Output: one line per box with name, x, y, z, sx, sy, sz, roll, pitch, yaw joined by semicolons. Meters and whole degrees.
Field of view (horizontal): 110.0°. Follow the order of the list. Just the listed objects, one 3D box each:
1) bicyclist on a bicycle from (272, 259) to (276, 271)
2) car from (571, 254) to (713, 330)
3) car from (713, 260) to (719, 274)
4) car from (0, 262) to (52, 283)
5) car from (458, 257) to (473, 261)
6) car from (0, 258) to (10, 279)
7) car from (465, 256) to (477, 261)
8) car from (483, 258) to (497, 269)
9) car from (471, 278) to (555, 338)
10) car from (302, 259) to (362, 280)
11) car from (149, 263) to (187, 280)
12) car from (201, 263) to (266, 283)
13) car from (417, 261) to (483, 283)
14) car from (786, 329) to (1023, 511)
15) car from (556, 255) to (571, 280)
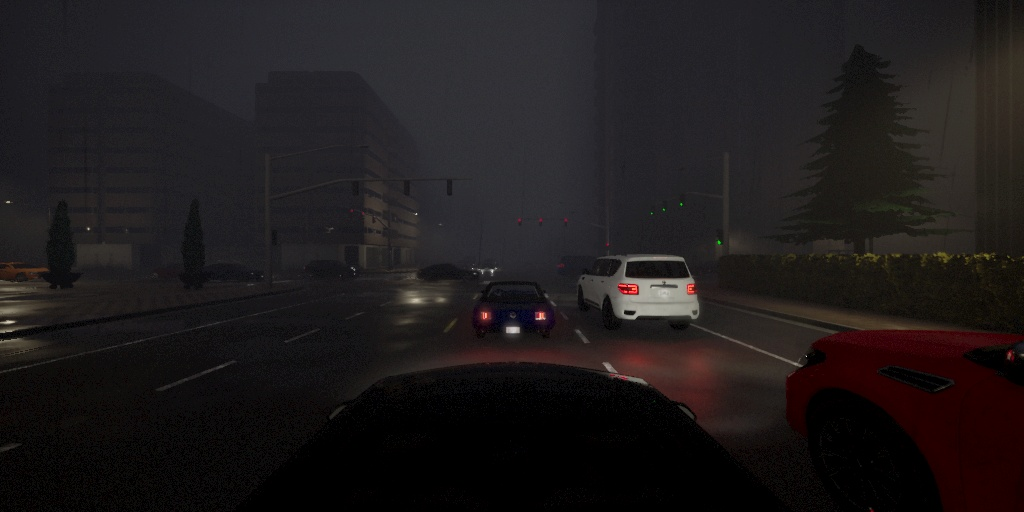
bicyclist on a bicycle;-28.690;1.051;42.820;0.582;1.620;1.656;0;0;0
car;3.576;0.971;11.278;2.150;2.045;5.566;0;0;-2
car;20.828;1.228;37.607;5.008;1.535;1.882;0;0;1
car;-37.872;1.227;27.420;5.008;1.535;1.882;0;0;1
car;-7.147;1.276;51.544;1.812;1.442;4.674;0;0;0
car;-47.128;1.102;31.017;4.553;1.767;2.097;0;0;1
car;-7.156;0.971;61.241;2.150;2.045;5.566;0;0;0
car;-3.666;1.255;55.456;1.837;1.490;4.892;0;0;0
car;0.046;1.351;10.150;1.895;1.301;4.718;0;0;0
car;-15.483;1.101;31.099;4.553;1.767;2.097;0;0;-5
car;-28.419;1.314;30.836;4.181;1.385;1.994;0;0;1
car;-21.263;1.276;27.232;4.674;1.442;1.812;0;0;1
car;-4.768;1.276;27.129;4.674;1.442;1.812;0;0;0
car;3.601;0.971;0.917;2.150;2.045;5.566;0;0;0
car;6.557;0.971;30.531;5.566;2.045;2.150;0;0;0
